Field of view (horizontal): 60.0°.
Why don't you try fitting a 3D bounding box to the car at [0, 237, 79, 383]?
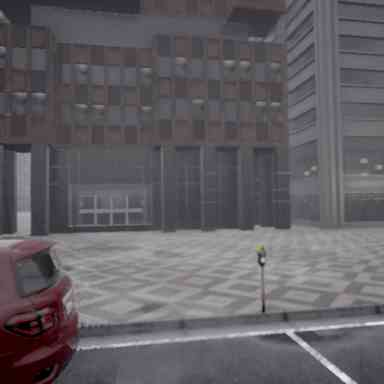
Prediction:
[{"bbox_3d":[-3.862,1.508,3.689,5.009,1.841,2.192,0,-2,-10],"label":"car"}]
